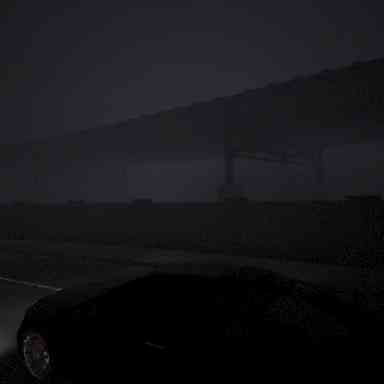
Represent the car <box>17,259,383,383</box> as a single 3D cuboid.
[{"bbox_3d":[-0.073,1.543,3.826,4.674,1.442,1.812,-1,0,34],"label":"car"}]
